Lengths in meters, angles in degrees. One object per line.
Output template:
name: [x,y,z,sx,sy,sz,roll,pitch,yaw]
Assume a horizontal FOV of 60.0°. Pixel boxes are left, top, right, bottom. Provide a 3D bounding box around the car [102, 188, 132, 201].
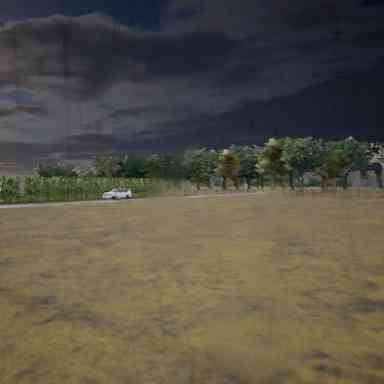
car: [-13.060,0.405,58.294,2.150,2.045,5.566,0,1,36]
